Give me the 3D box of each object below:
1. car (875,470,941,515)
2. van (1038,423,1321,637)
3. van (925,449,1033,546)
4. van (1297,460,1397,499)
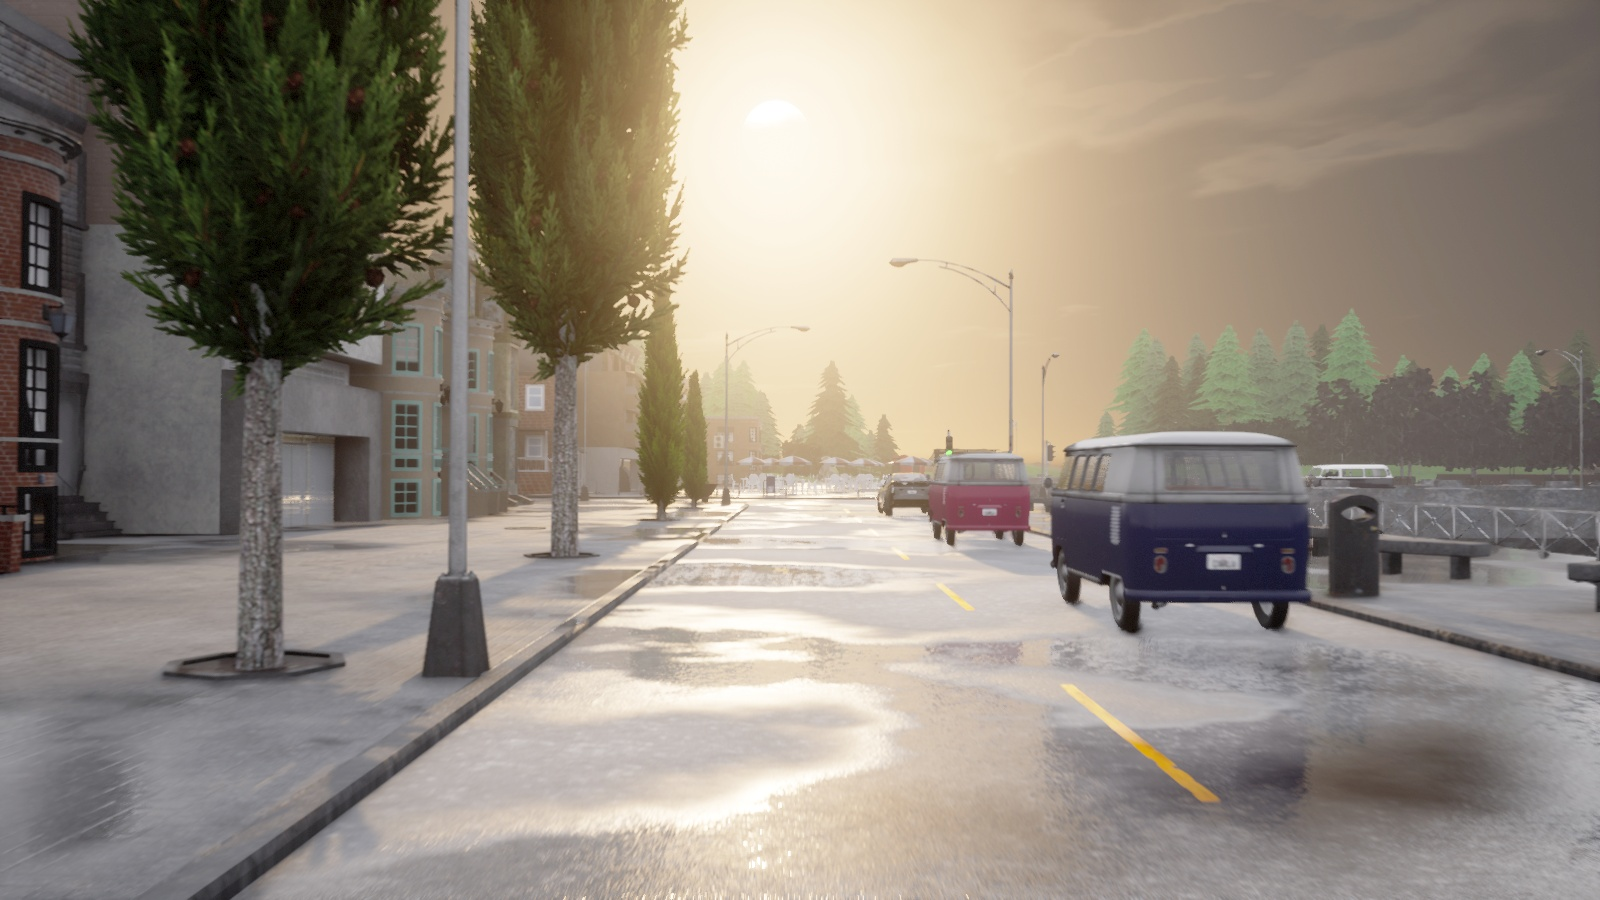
[{"bbox_3d":[3.882,1.514,45.851,2.007,1.525,4.514,0,-1,0],"label":"car"},{"bbox_3d":[3.962,0.785,13.950,1.775,1.987,4.442,0,-1,0],"label":"van"},{"bbox_3d":[3.925,1.023,28.180,1.775,1.987,4.442,0,-1,0],"label":"van"},{"bbox_3d":[29.260,1.547,67.273,4.480,2.038,2.069,0,-1,0],"label":"van"}]
